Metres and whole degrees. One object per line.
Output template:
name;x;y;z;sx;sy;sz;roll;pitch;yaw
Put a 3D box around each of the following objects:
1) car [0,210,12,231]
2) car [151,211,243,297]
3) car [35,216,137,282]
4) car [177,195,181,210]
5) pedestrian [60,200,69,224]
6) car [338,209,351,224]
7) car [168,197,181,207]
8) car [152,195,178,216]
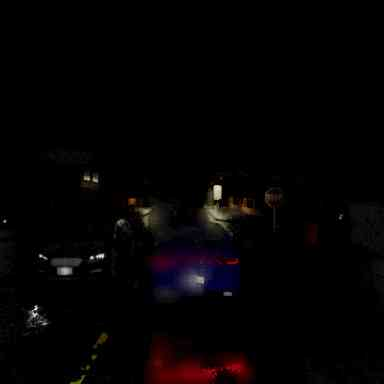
car;-13.529;1.375;19.273;5.566;2.045;2.150;-1;-2;1
car;0.105;1.492;8.652;1.882;1.535;5.008;0;0;0
car;-2.840;1.509;9.880;2.128;1.511;4.902;0;0;0
car;-2.815;1.424;46.291;2.150;2.045;5.566;0;1;0
pedestrian;-9.641;1.454;25.094;0.375;1.860;0.375;0;-1;1
car;12.215;1.415;21.864;4.902;1.511;2.128;-1;-2;1
car;-3.186;1.712;59.997;2.097;1.767;4.553;0;-1;-5
car;-2.810;1.469;33.925;2.097;1.767;4.553;0;0;0
